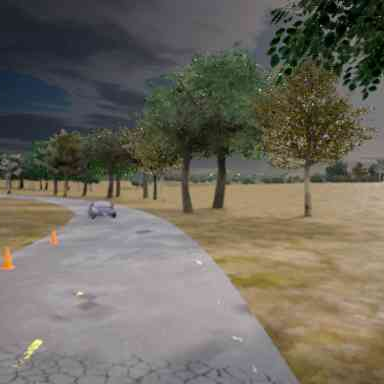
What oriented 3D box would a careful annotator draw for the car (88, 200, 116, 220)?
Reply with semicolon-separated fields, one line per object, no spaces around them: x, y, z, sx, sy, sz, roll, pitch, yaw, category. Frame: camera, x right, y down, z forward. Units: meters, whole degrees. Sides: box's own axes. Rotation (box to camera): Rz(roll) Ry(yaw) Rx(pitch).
-7.605;1.439;27.788;1.812;1.442;4.674;0;0;-24;car

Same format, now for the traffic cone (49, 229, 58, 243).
-6.059;1.926;14.593;0.340;0.580;0.340;0;0;-9;traffic cone

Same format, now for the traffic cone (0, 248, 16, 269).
-5.408;1.936;9.768;0.340;0.580;0.340;0;0;-6;traffic cone
